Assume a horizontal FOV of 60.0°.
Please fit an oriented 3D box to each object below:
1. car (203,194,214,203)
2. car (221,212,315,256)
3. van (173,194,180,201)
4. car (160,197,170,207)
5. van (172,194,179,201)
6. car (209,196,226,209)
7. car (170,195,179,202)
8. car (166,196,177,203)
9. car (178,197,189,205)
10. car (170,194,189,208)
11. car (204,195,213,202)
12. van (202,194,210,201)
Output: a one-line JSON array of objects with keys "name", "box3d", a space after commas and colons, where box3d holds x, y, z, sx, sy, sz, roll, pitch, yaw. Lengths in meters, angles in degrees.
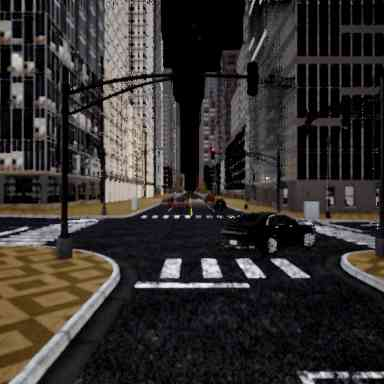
[{"name": "car", "box3d": [3.688, 1.376, 69.338, 2.192, 1.841, 5.009, 0, 0, 0]}, {"name": "car", "box3d": [3.187, 1.573, 13.425, 4.892, 1.490, 1.837, 1, -4, -45]}, {"name": "van", "box3d": [-4.318, 1.397, 91.403, 1.690, 1.788, 3.998, 0, 0, 0]}, {"name": "car", "box3d": [-4.098, 1.640, 52.710, 1.802, 1.307, 4.206, 0, 0, 0]}, {"name": "van", "box3d": [-4.287, 1.398, 85.876, 1.690, 1.788, 3.998, 0, 0, 0]}, {"name": "car", "box3d": [3.863, 1.622, 47.229, 1.947, 1.339, 4.313, 0, 0, 0]}, {"name": "car", "box3d": [-4.255, 1.498, 80.349, 1.967, 1.590, 4.097, 0, 0, 0]}, {"name": "car", "box3d": [-4.192, 1.626, 69.293, 1.947, 1.339, 4.313, 0, 0, 0]}, {"name": "car", "box3d": [-1.617, 1.608, 63.911, 2.033, 1.411, 5.357, 0, 0, 0]}, {"name": "car", "box3d": [-1.589, 1.408, 47.847, 2.097, 1.767, 4.553, 0, 0, 0]}, {"name": "car", "box3d": [3.657, 1.500, 74.866, 1.967, 1.590, 4.097, 0, 0, 0]}, {"name": "van", "box3d": [3.594, 1.399, 85.921, 1.690, 1.788, 3.998, 0, 0, 0]}]
